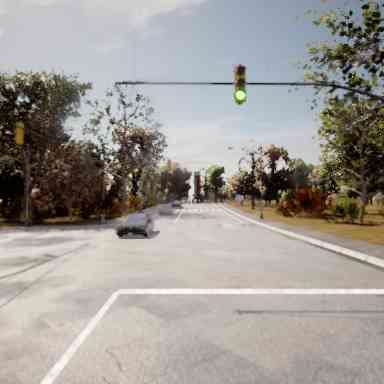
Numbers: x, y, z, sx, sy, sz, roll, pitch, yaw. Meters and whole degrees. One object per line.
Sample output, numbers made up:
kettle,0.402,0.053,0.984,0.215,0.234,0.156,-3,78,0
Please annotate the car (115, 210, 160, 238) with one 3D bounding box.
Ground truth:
car,-3.504,2.079,21.503,2.033,1.411,5.357,0,-2,0

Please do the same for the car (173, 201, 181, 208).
car,-3.210,2.530,69.370,1.882,1.535,5.008,0,0,1

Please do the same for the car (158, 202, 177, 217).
car,-3.452,2.564,45.053,1.837,1.490,4.892,0,0,0
